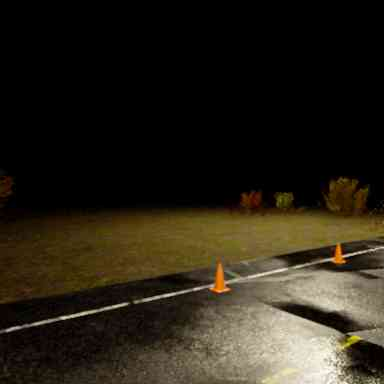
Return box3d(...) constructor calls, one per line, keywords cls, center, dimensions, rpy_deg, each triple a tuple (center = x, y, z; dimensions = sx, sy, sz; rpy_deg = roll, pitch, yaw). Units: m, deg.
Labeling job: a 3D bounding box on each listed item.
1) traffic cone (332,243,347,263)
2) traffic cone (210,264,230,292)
box3d(cls="traffic cone", center=(4.654, 1.917, 10.549), dimensions=(0.340, 0.580, 0.340), rpy_deg=(0, 0, -36))
box3d(cls="traffic cone", center=(0.641, 1.938, 7.606), dimensions=(0.340, 0.580, 0.340), rpy_deg=(0, 0, -36))
